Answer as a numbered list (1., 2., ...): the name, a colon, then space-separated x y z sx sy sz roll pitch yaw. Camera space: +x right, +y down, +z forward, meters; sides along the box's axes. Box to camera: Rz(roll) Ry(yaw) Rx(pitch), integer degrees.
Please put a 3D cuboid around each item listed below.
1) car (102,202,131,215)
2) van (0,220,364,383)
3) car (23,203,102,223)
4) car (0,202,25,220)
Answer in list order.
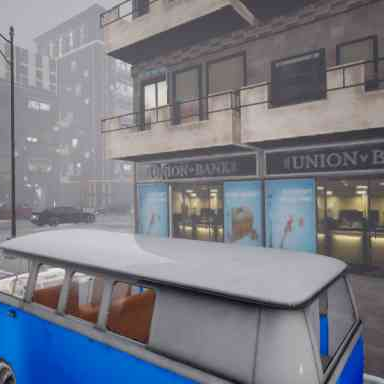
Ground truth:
1. car: -8.654 1.798 36.451 1.947 1.339 4.313 -2 -1 36
2. van: -0.505 1.342 3.223 3.998 1.788 1.690 0 -1 36
3. car: -8.590 1.583 22.399 1.947 1.339 4.313 -2 -1 36
4. car: -15.338 1.609 27.371 1.967 1.590 4.097 -2 -1 36
